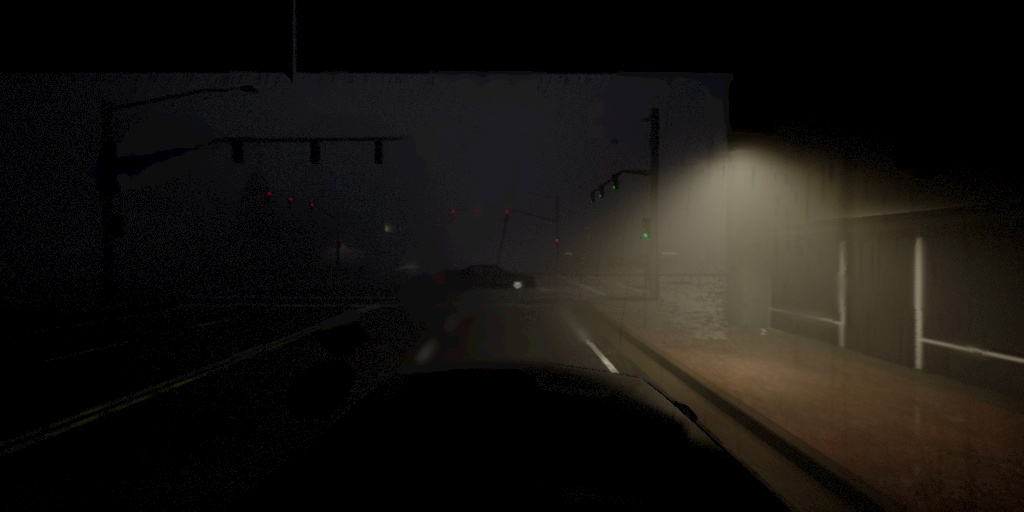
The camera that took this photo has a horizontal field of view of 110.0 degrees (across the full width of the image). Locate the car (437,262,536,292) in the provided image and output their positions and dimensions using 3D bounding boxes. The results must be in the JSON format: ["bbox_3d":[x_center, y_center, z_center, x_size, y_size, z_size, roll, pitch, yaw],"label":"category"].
[{"bbox_3d":[-1.366,1.188,19.983,5.357,1.411,2.033,0,0,-1],"label":"car"}]

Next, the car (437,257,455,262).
[{"bbox_3d":[-11.533,0.993,61.755,1.895,1.301,4.718,0,0,0],"label":"car"}]
